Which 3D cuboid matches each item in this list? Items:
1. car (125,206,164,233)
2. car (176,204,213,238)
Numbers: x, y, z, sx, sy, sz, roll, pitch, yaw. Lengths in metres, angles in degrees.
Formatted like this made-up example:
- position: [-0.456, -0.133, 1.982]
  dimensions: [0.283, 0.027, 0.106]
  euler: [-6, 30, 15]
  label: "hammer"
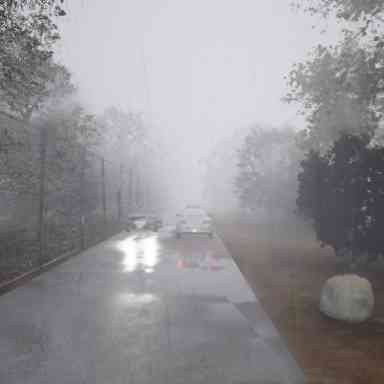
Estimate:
- position: [-2.818, 1.598, 20.382]
  dimensions: [2.128, 1.511, 4.902]
  euler: [0, -1, 0]
  label: "car"
- position: [0.123, 1.609, 18.036]
  dimensions: [1.812, 1.442, 4.674]
  euler: [0, -1, 0]
  label: "car"
